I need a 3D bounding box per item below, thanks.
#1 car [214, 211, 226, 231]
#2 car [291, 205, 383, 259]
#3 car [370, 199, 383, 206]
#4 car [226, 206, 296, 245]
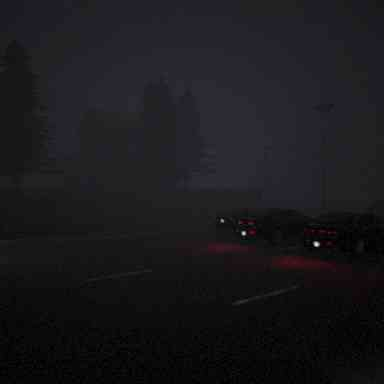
[{"bbox_3d":[3.268,1.514,19.025,4.181,1.385,1.994,0,0,-36],"label":"car"},{"bbox_3d":[6.106,1.459,12.452,4.892,1.490,1.837,-1,0,-36],"label":"car"},{"bbox_3d":[17.344,1.373,29.114,4.902,1.511,2.128,-1,0,-36],"label":"car"},{"bbox_3d":[4.145,1.460,15.352,4.892,1.490,1.837,-1,0,-36],"label":"car"}]
